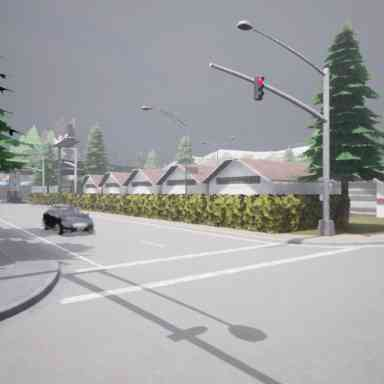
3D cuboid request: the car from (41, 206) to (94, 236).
[{"bbox_3d":[-7.088,1.549,18.749,2.128,1.511,4.902,0,1,-37],"label":"car"}]
